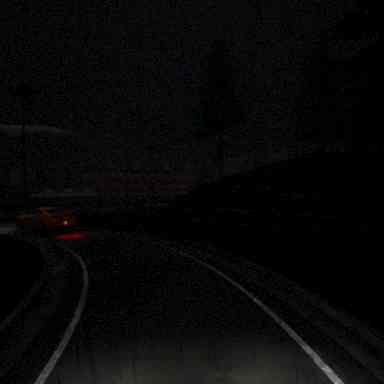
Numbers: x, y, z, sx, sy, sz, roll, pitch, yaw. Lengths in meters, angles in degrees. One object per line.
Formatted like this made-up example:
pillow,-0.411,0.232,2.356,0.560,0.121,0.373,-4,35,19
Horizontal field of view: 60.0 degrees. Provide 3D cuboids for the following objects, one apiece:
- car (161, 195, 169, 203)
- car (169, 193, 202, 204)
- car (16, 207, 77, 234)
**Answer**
car,-3.769,1.275,68.627,5.566,2.045,2.150,-1,0,-45
car,-1.295,1.219,66.157,5.566,2.045,2.150,-1,0,-45
car,-9.269,1.676,20.952,5.008,1.535,1.882,-1,-1,39
